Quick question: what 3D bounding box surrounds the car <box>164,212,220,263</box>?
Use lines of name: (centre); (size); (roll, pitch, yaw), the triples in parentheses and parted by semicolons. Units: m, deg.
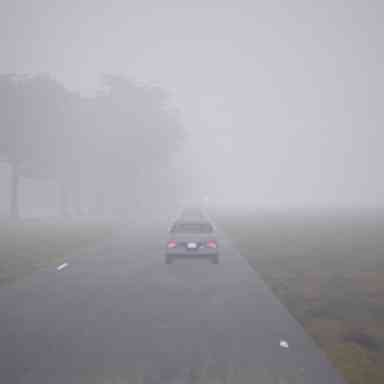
car: (0.010, 1.695, 12.563); (2.033, 1.411, 5.357); (0, -1, 0)

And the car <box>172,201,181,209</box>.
car: (-2.769, 2.536, 64.581); (1.812, 1.442, 4.674); (0, -1, 1)

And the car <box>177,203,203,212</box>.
car: (0.024, 1.947, 28.591); (1.994, 1.385, 4.181); (0, -1, 0)
